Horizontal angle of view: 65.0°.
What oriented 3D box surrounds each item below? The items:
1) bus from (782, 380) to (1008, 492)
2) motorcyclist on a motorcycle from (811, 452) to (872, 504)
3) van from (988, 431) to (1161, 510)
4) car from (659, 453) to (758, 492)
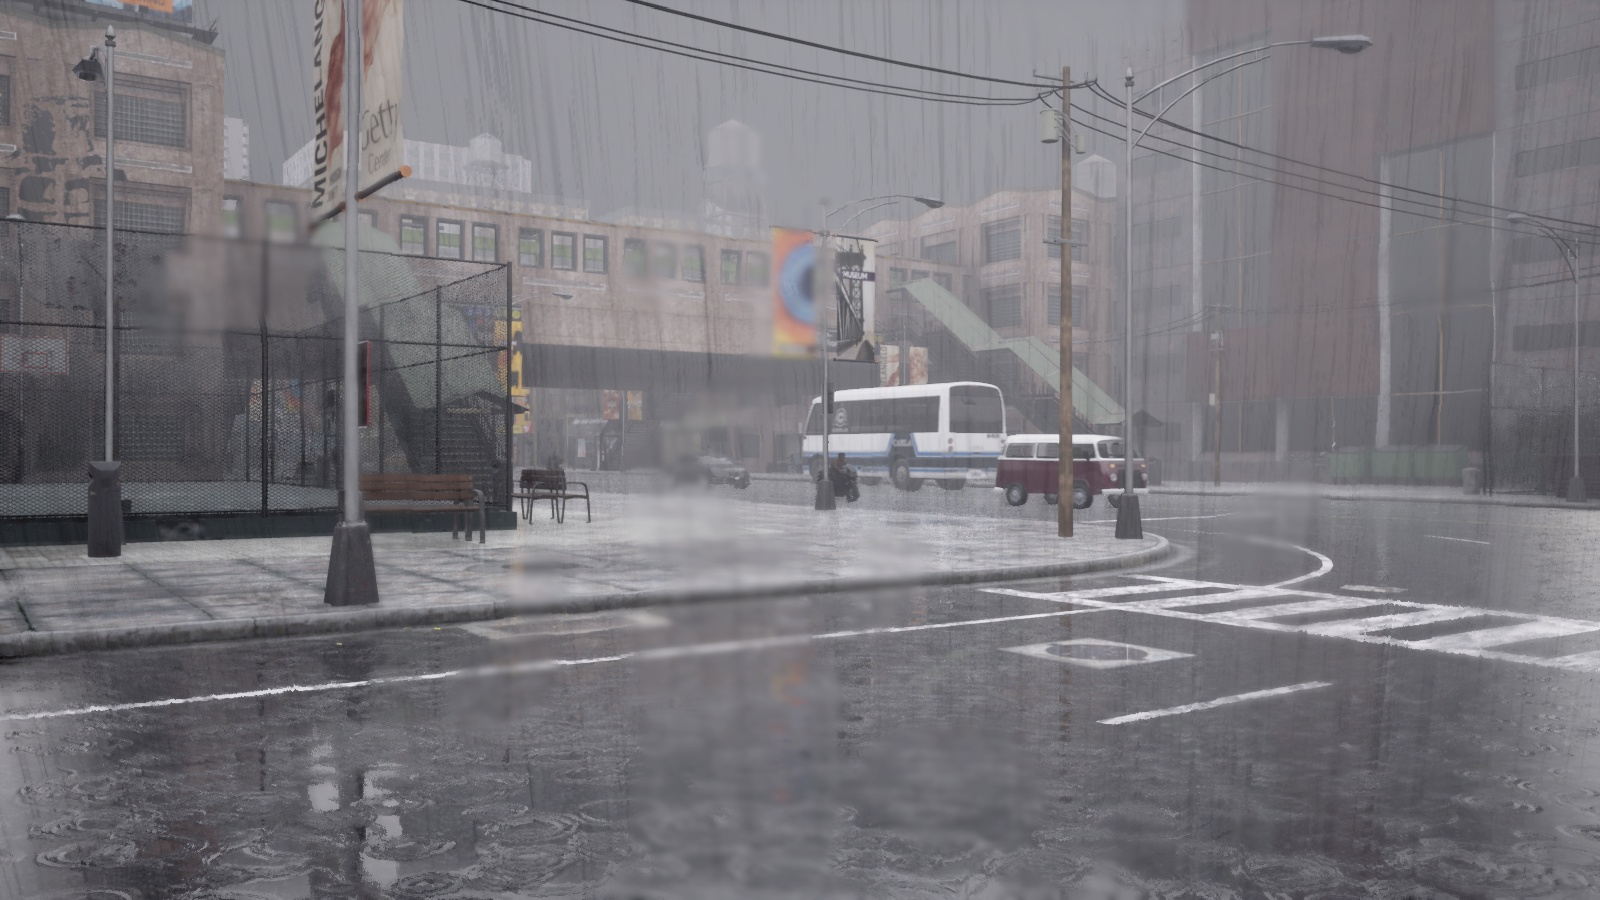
[{"bbox_3d":[3.719,-0.510,52.800,3.944,4.253,10.273,0,0,-34],"label":"bus"},{"bbox_3d":[1.231,0.817,37.731,0.797,1.523,2.044,0,0,-34],"label":"motorcyclist on a motorcycle"},{"bbox_3d":[7.493,0.537,34.715,2.069,2.038,4.480,0,0,-34],"label":"van"},{"bbox_3d":[-3.795,0.884,51.420,1.837,1.490,4.892,0,0,-34],"label":"car"}]
